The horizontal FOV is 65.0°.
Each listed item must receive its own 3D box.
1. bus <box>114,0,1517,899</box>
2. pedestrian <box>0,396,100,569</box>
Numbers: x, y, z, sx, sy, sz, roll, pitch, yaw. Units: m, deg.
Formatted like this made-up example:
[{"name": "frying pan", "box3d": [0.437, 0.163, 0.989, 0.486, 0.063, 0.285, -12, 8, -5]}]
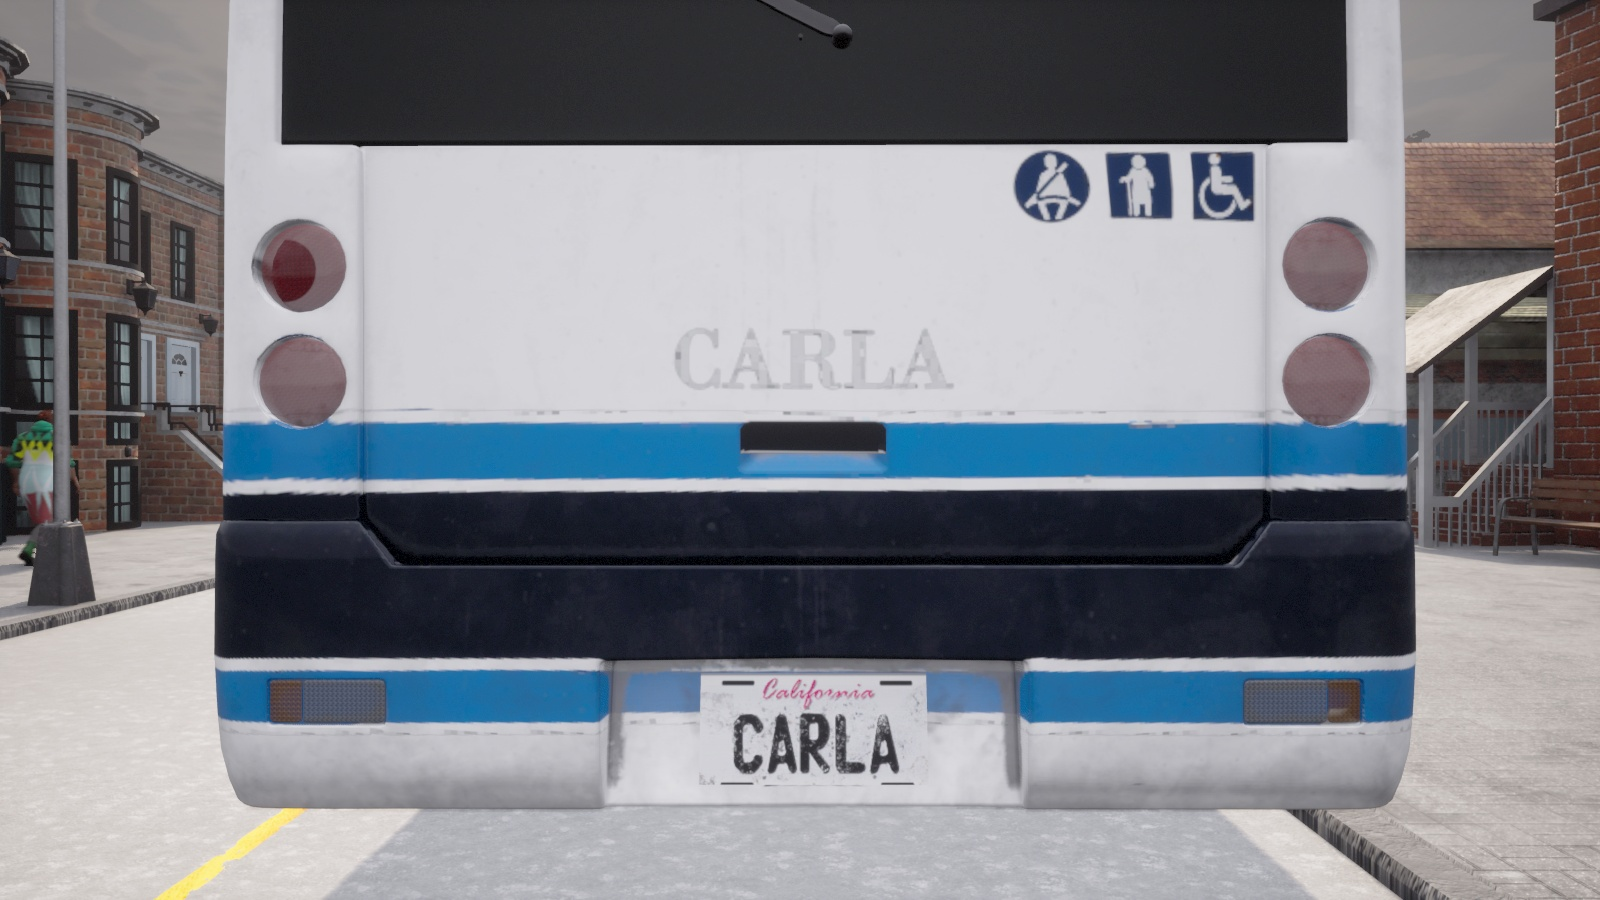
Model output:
[{"name": "bus", "box3d": [0.066, -0.679, 8.669, 3.944, 4.253, 10.273, 0, 0, 0]}, {"name": "pedestrian", "box3d": [-8.743, 0.367, 14.614, 0.659, 1.952, 0.873, 0, 0, 7]}]
